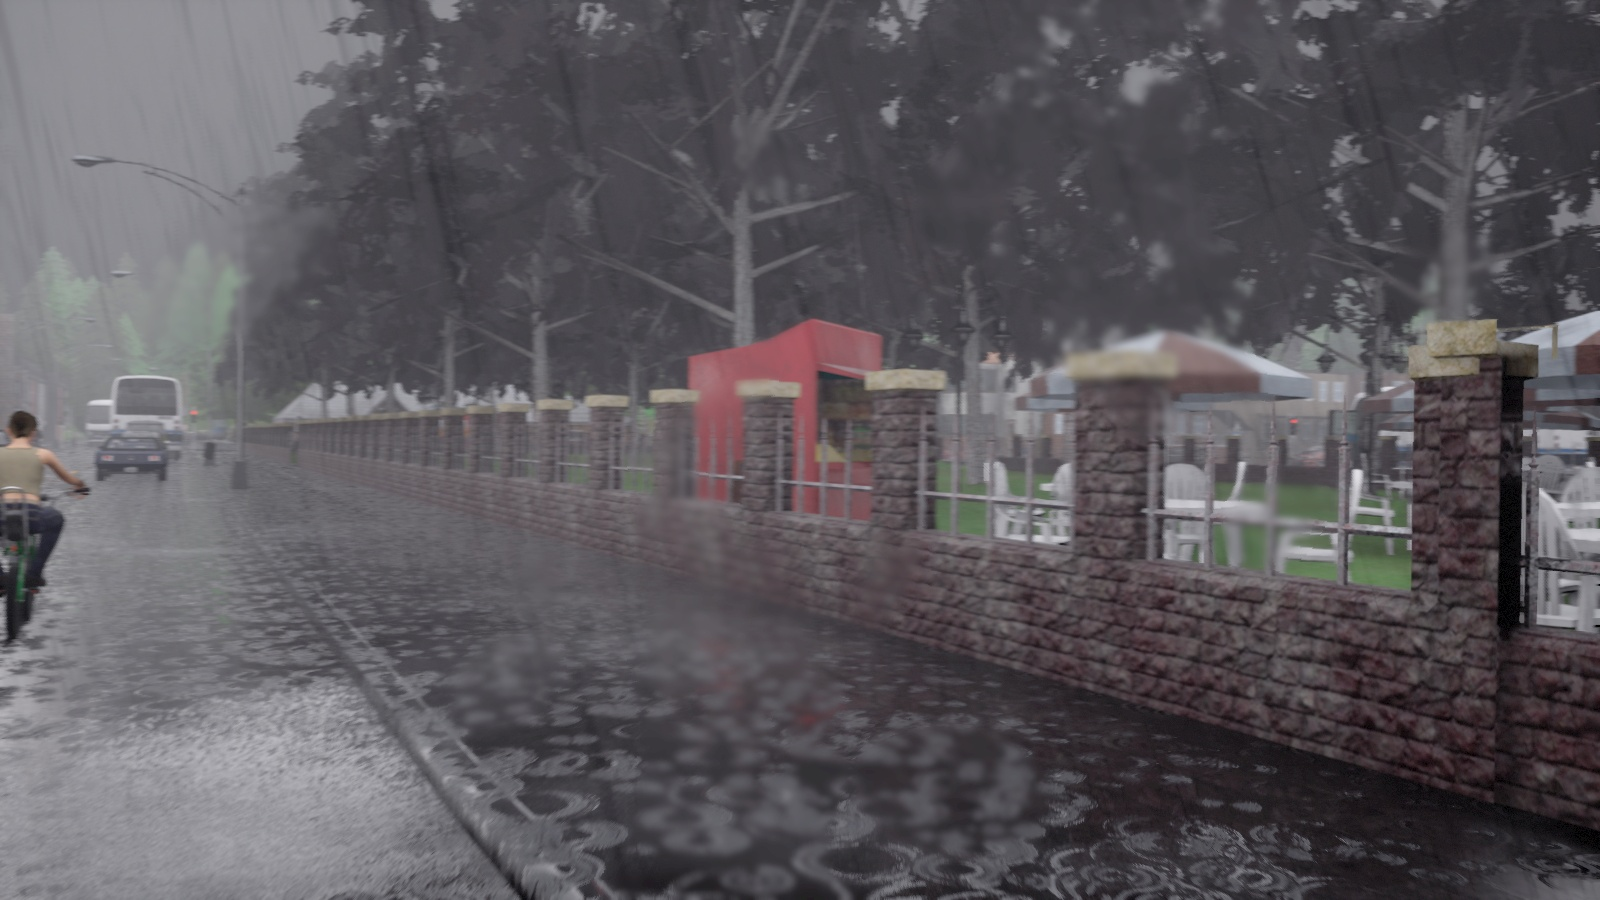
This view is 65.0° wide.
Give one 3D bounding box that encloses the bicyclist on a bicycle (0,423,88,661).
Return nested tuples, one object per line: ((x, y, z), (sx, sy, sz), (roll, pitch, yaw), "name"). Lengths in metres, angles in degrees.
((-5.751, 0.622, 9.188), (0.866, 1.612, 1.509), (0, 0, -27), "bicyclist on a bicycle")

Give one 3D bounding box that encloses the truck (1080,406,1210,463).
((21.857, -0.980, 79.451), (7.936, 3.462, 2.891), (0, 1, -24), "truck")

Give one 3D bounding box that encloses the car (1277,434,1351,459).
((35.278, -0.268, 86.127), (4.611, 1.667, 2.242), (0, 1, -27), "car")

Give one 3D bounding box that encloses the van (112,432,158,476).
((-30.769, 0.160, 58.199), (1.775, 1.987, 4.442), (0, 1, -27), "van")

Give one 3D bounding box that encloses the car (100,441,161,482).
((-26.191, 0.405, 49.212), (2.007, 1.525, 4.514), (0, 1, -27), "car")

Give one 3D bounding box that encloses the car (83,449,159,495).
((-20.596, 0.621, 38.237), (1.895, 1.301, 4.718), (0, 1, -27), "car")

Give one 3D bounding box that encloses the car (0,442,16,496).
((-24.433, 0.526, 36.954), (1.882, 1.535, 5.008), (0, 1, -27), "car")

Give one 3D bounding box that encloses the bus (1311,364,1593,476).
((27.135, -1.188, 53.079), (3.944, 4.253, 10.273), (0, 1, -26), "bus")

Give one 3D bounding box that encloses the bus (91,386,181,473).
((-35.191, -1.019, 66.875), (3.944, 4.253, 10.273), (0, 1, -27), "bus")
